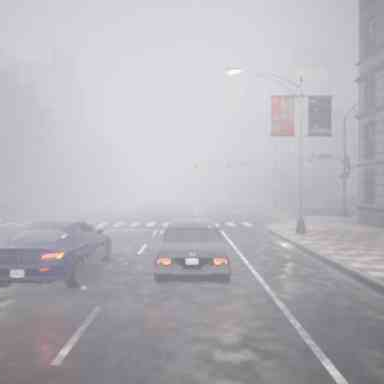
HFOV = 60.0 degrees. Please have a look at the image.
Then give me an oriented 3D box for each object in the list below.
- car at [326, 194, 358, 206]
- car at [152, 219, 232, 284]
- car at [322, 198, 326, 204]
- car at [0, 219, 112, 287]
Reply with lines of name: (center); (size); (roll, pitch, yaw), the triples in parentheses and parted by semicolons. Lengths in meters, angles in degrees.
car: (20.469, 1.156, 43.172); (4.674, 1.442, 1.812); (0, 0, 0)
car: (-0.001, 1.466, 9.402); (2.033, 1.411, 5.357); (0, 0, 0)
car: (20.804, 1.105, 46.668); (4.892, 1.490, 1.837); (0, 0, 0)
car: (-3.499, 1.448, 8.950); (1.812, 1.442, 4.674); (0, 0, 0)
